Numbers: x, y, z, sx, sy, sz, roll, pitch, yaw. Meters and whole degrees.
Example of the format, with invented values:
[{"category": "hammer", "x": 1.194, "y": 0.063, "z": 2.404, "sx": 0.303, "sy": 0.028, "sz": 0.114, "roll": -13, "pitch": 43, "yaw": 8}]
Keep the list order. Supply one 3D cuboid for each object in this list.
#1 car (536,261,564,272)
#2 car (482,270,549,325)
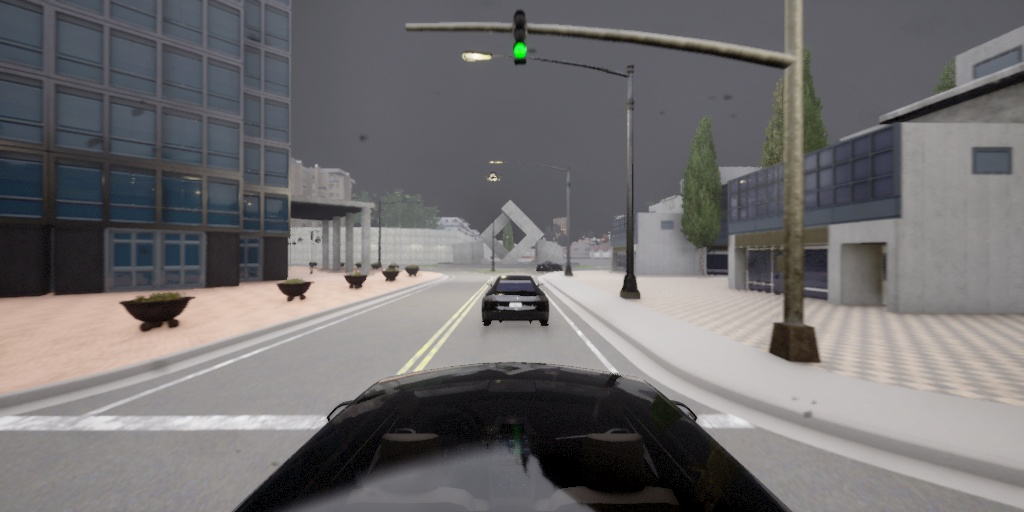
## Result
[{"category": "car", "x": 4.976, "y": 1.373, "z": 46.484, "sx": 1.994, "sy": 1.385, "sz": 4.181, "roll": 0, "pitch": 0, "yaw": 39}, {"category": "car", "x": 0.099, "y": 1.316, "z": 11.834, "sx": 1.994, "sy": 1.385, "sz": 4.181, "roll": 0, "pitch": 0, "yaw": 0}]
